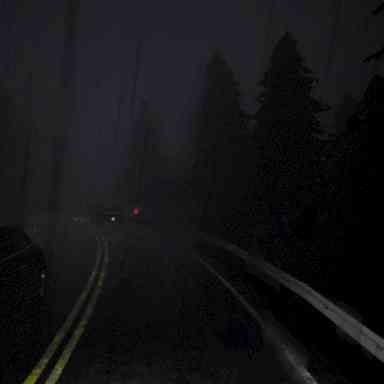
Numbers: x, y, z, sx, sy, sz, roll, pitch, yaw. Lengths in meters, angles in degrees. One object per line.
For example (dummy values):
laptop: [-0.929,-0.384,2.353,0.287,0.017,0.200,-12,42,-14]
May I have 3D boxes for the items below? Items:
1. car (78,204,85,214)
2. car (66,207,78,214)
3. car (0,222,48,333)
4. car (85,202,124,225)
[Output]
car: [-12.491,2.057,41.328,1.837,1.490,4.892,0,-5,-9]
car: [-16.224,2.831,48.106,2.033,1.411,5.357,-1,-7,3]
car: [-3.821,1.349,5.055,2.097,1.767,4.553,0,0,-8]
car: [-6.241,1.498,24.107,1.837,1.490,4.892,2,0,-26]
